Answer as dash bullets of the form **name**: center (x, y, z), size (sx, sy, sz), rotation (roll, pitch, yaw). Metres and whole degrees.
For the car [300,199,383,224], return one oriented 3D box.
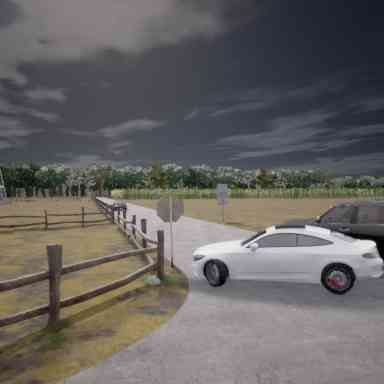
- **car**: center (5.104, 1.227, 9.809), size (2.150, 2.045, 5.566), rotation (-2, 0, -40)

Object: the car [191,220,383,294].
- **car**: center (2.296, 1.612, 8.675), size (4.674, 1.442, 1.812), rotation (-2, 0, 17)

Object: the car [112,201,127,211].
- **car**: center (-10.823, 1.981, 49.471), size (2.033, 1.411, 5.357), rotation (-2, 0, -18)
